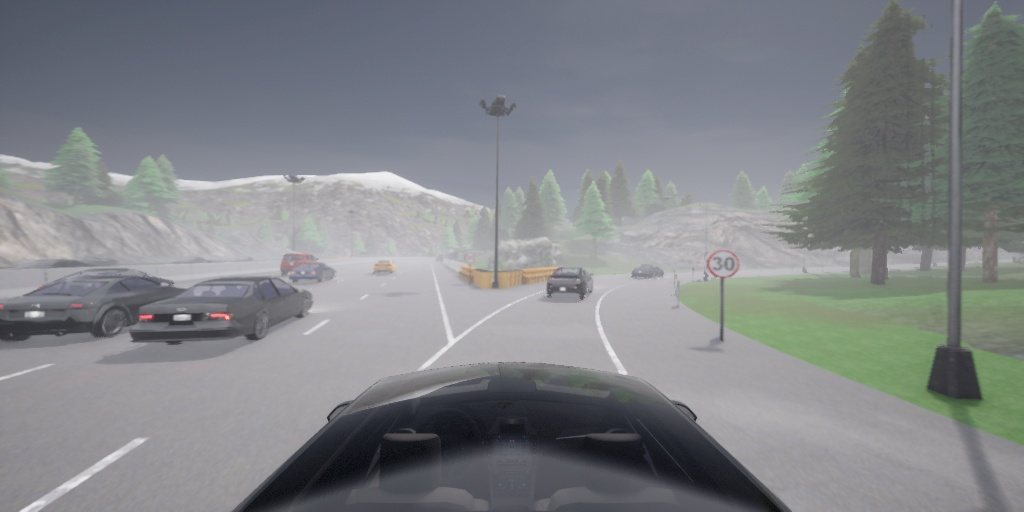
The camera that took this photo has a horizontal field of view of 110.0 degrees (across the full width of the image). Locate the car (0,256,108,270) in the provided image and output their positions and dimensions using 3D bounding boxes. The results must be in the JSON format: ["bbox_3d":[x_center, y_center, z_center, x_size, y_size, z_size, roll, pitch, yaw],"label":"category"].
[{"bbox_3d":[-27.886,0.925,21.604,1.882,1.535,5.008,1,0,-13],"label":"car"}]

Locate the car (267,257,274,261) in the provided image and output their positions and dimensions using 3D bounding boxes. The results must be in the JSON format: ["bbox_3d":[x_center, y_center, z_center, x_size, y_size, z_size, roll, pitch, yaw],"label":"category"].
[{"bbox_3d":[-35.127,0.921,53.339,1.812,1.442,4.674,1,0,-12],"label":"car"}]

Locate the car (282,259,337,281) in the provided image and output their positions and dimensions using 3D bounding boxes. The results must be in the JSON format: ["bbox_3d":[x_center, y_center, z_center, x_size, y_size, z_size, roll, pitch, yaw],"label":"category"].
[{"bbox_3d":[-14.359,1.156,26.103,2.033,1.411,5.357,1,0,-13],"label":"car"}]

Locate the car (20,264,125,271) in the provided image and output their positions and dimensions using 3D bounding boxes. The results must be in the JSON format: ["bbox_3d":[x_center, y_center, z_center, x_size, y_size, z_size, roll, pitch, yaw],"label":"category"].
[{"bbox_3d":[-15.079,1.152,13.648,1.994,1.385,4.181,1,0,-13],"label":"car"}]

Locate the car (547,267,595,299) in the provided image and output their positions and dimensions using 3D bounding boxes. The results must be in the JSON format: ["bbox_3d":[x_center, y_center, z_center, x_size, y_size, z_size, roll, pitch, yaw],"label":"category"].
[{"bbox_3d":[3.116,1.295,18.610,2.128,1.511,4.902,0,0,19],"label":"car"}]

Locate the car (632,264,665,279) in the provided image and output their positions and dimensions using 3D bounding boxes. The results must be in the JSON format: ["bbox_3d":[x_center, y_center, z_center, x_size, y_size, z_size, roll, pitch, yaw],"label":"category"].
[{"bbox_3d":[13.848,1.510,36.338,1.994,1.385,4.181,0,0,44],"label":"car"}]

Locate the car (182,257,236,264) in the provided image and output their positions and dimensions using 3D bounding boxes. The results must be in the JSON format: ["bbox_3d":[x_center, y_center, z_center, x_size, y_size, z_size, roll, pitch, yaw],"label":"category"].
[{"bbox_3d":[-31.542,1.022,37.520,1.895,1.301,4.718,1,0,-13],"label":"car"}]

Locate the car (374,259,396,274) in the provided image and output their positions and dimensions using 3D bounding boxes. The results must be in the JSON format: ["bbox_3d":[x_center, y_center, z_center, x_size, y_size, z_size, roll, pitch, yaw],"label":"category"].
[{"bbox_3d":[-13.689,1.107,38.788,1.882,1.535,5.008,1,0,-13],"label":"car"}]

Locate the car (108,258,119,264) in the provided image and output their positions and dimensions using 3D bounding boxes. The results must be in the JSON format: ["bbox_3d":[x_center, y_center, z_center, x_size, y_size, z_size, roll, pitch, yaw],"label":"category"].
[{"bbox_3d":[-41.871,0.791,35.660,2.128,1.511,4.902,1,0,-13],"label":"car"}]

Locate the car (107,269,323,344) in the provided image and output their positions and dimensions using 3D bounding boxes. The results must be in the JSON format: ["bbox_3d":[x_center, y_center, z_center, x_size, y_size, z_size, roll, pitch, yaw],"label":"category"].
[{"bbox_3d":[-6.903,1.225,9.337,2.033,1.411,5.357,1,0,-13],"label":"car"}]

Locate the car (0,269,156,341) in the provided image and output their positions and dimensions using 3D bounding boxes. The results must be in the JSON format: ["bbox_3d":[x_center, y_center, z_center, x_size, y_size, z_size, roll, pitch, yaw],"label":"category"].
[{"bbox_3d":[-10.540,1.200,9.536,1.994,1.385,4.181,1,0,-13],"label":"car"}]

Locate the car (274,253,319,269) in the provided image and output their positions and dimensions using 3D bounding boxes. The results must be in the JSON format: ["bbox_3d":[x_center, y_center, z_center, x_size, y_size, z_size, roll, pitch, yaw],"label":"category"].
[{"bbox_3d":[-19.682,0.776,33.640,2.150,2.045,5.566,1,0,-13],"label":"car"}]
